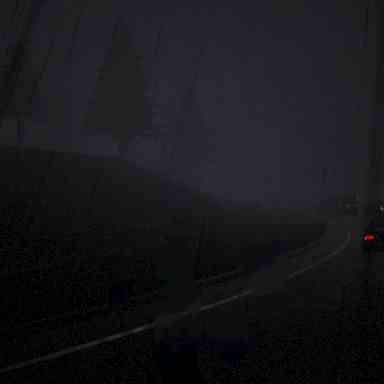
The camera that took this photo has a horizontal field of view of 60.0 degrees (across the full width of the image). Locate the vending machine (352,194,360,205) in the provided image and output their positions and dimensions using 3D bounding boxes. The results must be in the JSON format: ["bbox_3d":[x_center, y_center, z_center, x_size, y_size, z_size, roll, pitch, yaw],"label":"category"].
[{"bbox_3d":[30.279,1.367,61.332,1.100,2.100,0.880,0,0,-3],"label":"vending machine"}]

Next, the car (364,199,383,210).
[{"bbox_3d":[16.845,1.428,29.667,2.097,1.767,4.553,0,0,6],"label":"car"}]

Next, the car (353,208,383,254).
[{"bbox_3d":[7.773,1.580,12.954,2.033,1.411,5.357,0,0,32],"label":"car"}]

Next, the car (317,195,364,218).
[{"bbox_3d":[13.606,1.316,31.230,2.150,2.045,5.566,0,0,3],"label":"car"}]
